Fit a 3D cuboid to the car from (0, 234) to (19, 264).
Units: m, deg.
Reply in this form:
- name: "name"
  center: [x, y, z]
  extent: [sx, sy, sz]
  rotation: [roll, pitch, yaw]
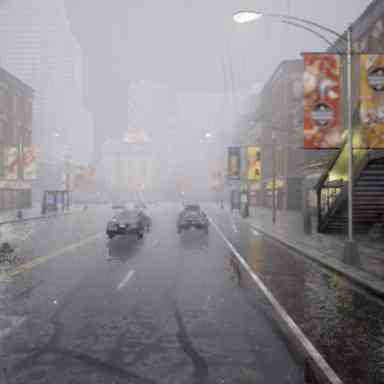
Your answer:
- name: "car"
  center: [-7.119, 1.704, 9.664]
  extent: [1.895, 1.301, 4.718]
  rotation: [0, -1, 0]

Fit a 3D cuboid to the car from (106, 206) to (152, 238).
- name: "car"
  center: [-3.438, 1.745, 18.897]
  extent: [2.033, 1.411, 5.357]
  rotation: [0, -1, 0]

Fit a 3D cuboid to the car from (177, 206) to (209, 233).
- name: "car"
  center: [0.056, 1.823, 21.424]
  extent: [1.895, 1.301, 4.718]
  rotation: [0, -1, 0]

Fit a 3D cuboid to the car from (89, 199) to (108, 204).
- name: "car"
  center: [-24.138, 2.506, 87.483]
  extent: [4.718, 1.301, 1.895]
  rotation: [0, -1, 30]

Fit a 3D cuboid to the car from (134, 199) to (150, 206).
- name: "car"
  center: [-8.299, 2.063, 53.701]
  extent: [1.837, 1.490, 4.892]
  rotation: [0, -1, -13]

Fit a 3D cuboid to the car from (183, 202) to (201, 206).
- name: "car"
  center: [0.018, 1.911, 39.270]
  extent: [1.837, 1.490, 4.892]
  rotation: [0, -1, 0]

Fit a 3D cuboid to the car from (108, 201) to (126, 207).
- name: "car"
  center: [-11.100, 2.078, 51.039]
  extent: [2.033, 1.411, 5.357]
  rotation: [0, -1, -7]

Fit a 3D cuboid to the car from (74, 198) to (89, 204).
- name: "car"
  center: [-29.446, 2.455, 89.643]
  extent: [4.674, 1.452, 2.002]
  rotation: [0, -1, 20]
